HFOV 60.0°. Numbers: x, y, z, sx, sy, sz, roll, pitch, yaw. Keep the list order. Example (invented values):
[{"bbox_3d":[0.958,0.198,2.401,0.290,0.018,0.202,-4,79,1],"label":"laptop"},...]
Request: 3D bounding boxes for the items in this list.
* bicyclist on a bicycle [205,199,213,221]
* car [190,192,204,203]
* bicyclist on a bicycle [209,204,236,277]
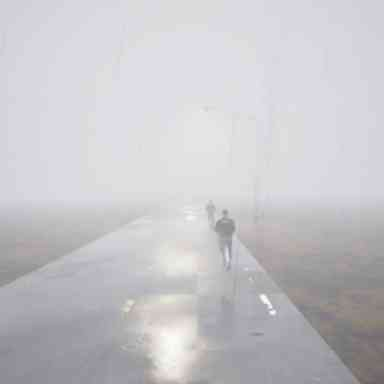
[{"bbox_3d":[1.037,1.276,18.409,0.659,1.776,1.843,0,1,1],"label":"bicyclist on a bicycle"},{"bbox_3d":[0.914,1.025,56.132,1.812,1.442,4.674,0,1,1],"label":"car"},{"bbox_3d":[0.907,1.332,9.200,0.659,1.776,1.843,0,0,1],"label":"bicyclist on a bicycle"}]
